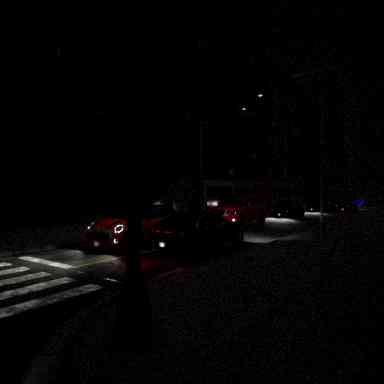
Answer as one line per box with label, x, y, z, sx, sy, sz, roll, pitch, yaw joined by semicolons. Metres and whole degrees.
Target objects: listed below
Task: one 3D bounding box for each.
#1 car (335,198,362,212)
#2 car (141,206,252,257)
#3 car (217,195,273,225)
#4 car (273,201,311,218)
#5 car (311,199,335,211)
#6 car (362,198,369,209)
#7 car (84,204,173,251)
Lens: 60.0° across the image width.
car;17.831;1.605;38.348;1.895;1.301;4.718;0;0;35
car;0.373;1.510;13.129;1.837;1.490;4.892;0;0;35
car;3.139;1.213;22.156;2.150;2.045;5.566;0;0;35
car;8.964;1.538;30.591;2.033;1.411;5.357;0;0;35
car;14.733;1.538;38.882;2.033;1.411;5.357;0;0;35
car;23.574;1.536;46.750;1.812;1.442;4.674;0;0;35
car;-2.306;1.345;14.213;2.097;1.767;4.553;0;0;34
